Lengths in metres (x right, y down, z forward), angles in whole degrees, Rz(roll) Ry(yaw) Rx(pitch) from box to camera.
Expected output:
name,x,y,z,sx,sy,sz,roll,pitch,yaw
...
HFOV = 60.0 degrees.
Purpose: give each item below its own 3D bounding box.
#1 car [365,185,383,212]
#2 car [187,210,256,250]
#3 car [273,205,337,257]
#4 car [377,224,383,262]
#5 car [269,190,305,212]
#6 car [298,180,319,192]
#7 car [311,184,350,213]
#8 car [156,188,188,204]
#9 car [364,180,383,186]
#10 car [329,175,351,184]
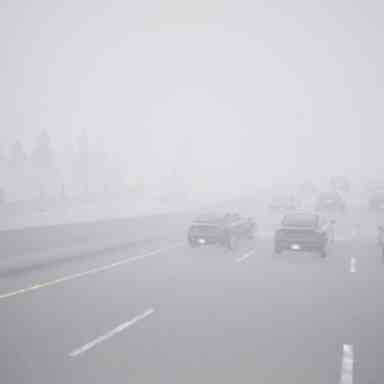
name,x,y,z,sx,sy,sz,roll,pitch,yaw
car,14.671,0.636,25.790,1.882,1.535,5.008,0,5,27
car,1.470,1.566,15.028,1.837,1.490,4.892,0,2,27
car,4.608,1.544,13.479,1.837,1.490,4.892,0,2,27
car,7.639,1.621,11.720,1.895,1.301,4.718,0,1,27
car,7.988,0.886,28.101,1.895,1.301,4.718,0,5,27
car,14.190,-0.689,40.530,1.837,1.490,4.892,0,7,27
car,11.203,0.597,26.697,2.097,1.767,4.553,0,5,27
car,-2.311,0.370,38.926,1.882,1.535,5.008,0,6,27
car,20.392,-0.678,37.285,2.033,1.411,5.357,0,6,27
car,17.226,-0.973,38.785,2.150,2.045,5.566,0,7,27
